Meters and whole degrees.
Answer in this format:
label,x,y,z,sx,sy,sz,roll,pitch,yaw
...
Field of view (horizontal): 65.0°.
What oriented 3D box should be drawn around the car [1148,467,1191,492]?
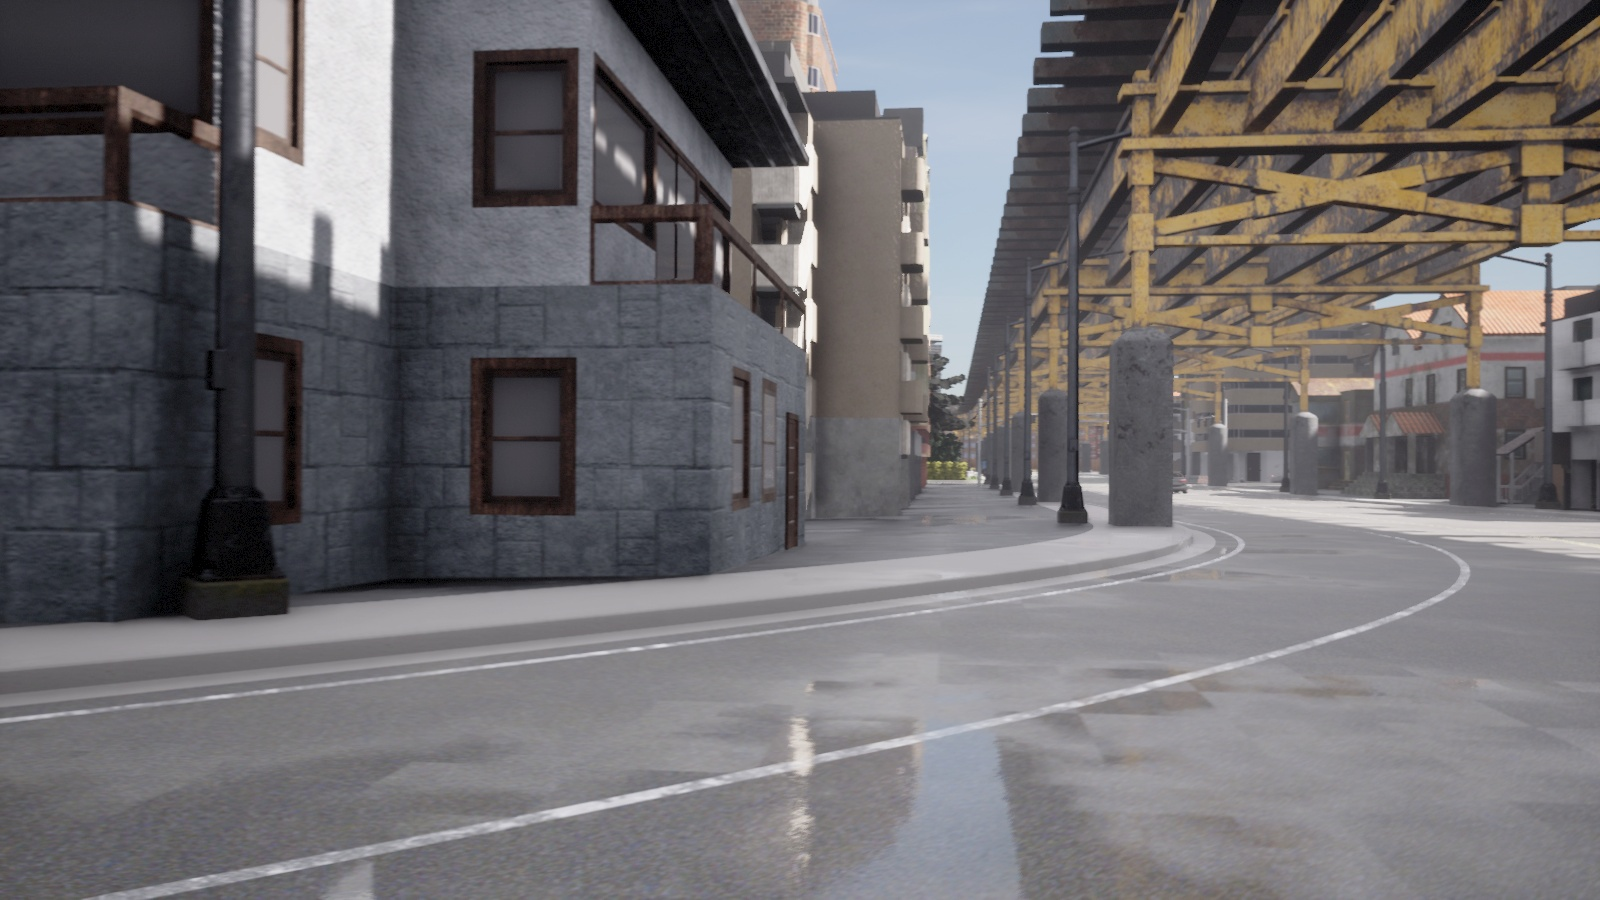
label,x,y,z,sx,sy,sz,roll,pitch,yaw
car,26.647,2.111,90.696,2.242,1.667,4.611,0,0,7
